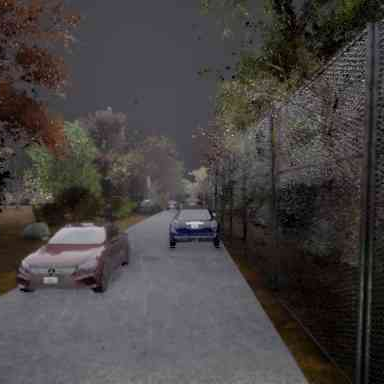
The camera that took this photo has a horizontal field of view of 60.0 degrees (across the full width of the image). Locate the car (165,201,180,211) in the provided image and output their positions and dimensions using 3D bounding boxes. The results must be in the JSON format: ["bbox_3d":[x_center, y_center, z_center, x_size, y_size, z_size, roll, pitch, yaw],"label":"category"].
[{"bbox_3d":[-3.026,2.176,52.759,2.128,1.511,4.902,0,-2,0],"label":"car"}]

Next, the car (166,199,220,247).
[{"bbox_3d":[0.097,1.398,15.379,2.097,1.767,4.553,-1,0,0],"label":"car"}]

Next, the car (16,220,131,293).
[{"bbox_3d":[-2.861,1.544,9.062,1.812,1.442,4.674,0,0,0],"label":"car"}]

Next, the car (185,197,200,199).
[{"bbox_3d":[0.036,1.555,37.509,2.150,2.045,5.566,0,-1,-1],"label":"car"}]
